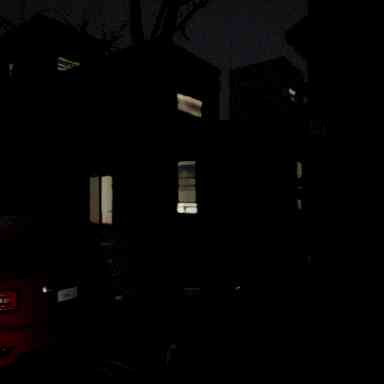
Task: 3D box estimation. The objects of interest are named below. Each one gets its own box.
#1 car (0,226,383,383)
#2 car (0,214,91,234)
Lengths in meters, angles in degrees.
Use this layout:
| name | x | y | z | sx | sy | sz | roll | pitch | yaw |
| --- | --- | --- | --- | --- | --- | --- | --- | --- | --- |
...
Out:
| name | x | y | z | sx | sy | sz | roll | pitch | yaw |
| --- | --- | --- | --- | --- | --- | --- | --- | --- | --- |
| car | 1.097 | 1.314 | 2.108 | 5.009 | 1.841 | 2.192 | 0 | 0 | 36 |
| car | -3.420 | 1.276 | 5.331 | 5.009 | 1.841 | 2.192 | 0 | 0 | 36 |
